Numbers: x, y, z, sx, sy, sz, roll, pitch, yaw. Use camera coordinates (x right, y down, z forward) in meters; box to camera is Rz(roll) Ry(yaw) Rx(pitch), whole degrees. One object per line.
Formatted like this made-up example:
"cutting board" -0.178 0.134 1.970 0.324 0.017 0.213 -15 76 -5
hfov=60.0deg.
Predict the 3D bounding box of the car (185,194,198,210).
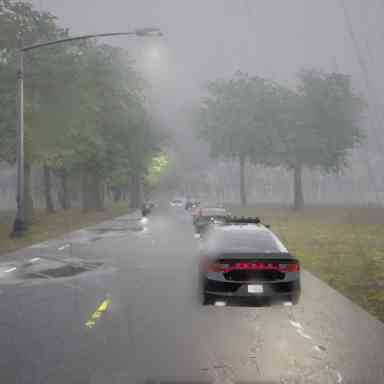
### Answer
"car" 0.188 1.471 45.534 2.097 1.767 4.553 0 0 1

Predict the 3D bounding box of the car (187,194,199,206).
"car" 0.187 1.463 59.521 2.150 2.045 5.566 0 -1 0

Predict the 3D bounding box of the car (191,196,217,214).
"car" 1.125 1.356 24.047 2.097 1.767 4.553 0 0 0

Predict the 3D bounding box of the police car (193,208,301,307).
"police car" 1.076 1.423 8.184 1.930 1.638 5.238 0 0 0

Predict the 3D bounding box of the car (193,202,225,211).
"car" 1.107 1.503 18.075 1.837 1.490 4.892 0 0 0

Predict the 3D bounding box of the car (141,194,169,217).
"car" -3.498 1.254 32.390 2.150 2.045 5.566 0 0 0

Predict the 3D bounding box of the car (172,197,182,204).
"car" -3.273 1.836 72.297 1.882 1.535 5.008 0 -1 0
